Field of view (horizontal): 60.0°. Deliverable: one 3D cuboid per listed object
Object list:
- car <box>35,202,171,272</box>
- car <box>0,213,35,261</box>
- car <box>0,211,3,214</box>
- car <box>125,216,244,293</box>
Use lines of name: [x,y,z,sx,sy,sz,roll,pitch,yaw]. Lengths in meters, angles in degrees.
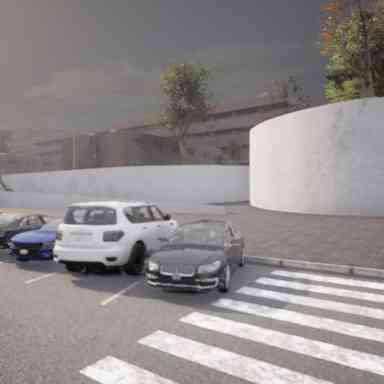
car: [-2.108,1.335,11.026,2.435,2.045,5.566,-1,-1,16]
car: [-4.531,1.625,12.727,2.097,1.535,5.008,0,-1,16]
car: [-6.968,1.668,14.452,2.231,1.521,4.892,-1,-1,16]
car: [0.326,1.551,9.264,2.231,1.521,4.892,0,-1,15]
